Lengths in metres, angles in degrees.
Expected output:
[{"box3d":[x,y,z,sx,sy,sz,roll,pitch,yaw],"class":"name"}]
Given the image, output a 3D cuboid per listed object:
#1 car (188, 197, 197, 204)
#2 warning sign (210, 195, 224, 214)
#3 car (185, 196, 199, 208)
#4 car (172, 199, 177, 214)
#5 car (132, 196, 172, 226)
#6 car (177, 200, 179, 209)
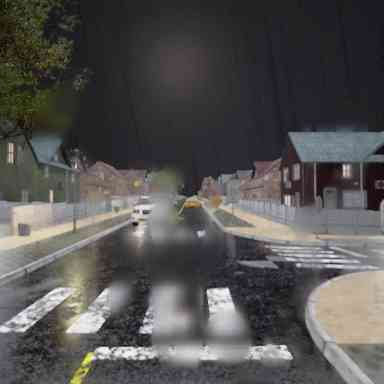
[{"box3d":[0.016,1.757,69.691,1.837,1.490,4.892,0,0,0],"class":"car"},{"box3d":[2.454,1.214,32.998,1.300,1.860,1.060,-2,-2,0],"class":"warning sign"},{"box3d":[0.043,1.643,50.304,1.882,1.535,5.008,0,0,0],"class":"car"},{"box3d":[-2.888,1.610,34.858,1.837,1.490,4.892,0,0,0],"class":"car"},{"box3d":[-2.877,1.290,24.089,2.150,2.045,5.566,0,0,0],"class":"car"},{"box3d":[-2.888,1.710,49.706,2.033,1.411,5.357,0,0,0],"class":"car"}]
